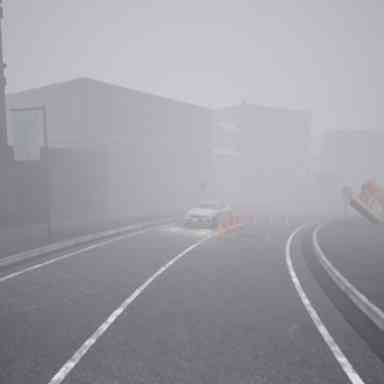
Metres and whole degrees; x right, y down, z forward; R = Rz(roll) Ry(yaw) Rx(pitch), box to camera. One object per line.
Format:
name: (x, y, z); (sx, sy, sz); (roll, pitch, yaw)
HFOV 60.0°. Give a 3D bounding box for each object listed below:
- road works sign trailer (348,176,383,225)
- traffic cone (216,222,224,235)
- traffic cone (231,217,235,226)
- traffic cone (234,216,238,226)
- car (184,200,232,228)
road works sign trailer: (10.898, 0.968, 20.731); (2.380, 2.880, 3.560); (46, 31, 21)
traffic cone: (1.390, 1.788, 16.328); (0.340, 0.580, 0.340); (2, 1, 17)
traffic cone: (1.988, 1.772, 18.237); (0.340, 0.580, 0.340); (2, 1, 17)
traffic cone: (2.585, 1.755, 20.145); (0.340, 0.580, 0.340); (2, 1, 17)
car: (1.153, 1.269, 20.703); (1.812, 1.442, 4.674); (2, 1, 25)
